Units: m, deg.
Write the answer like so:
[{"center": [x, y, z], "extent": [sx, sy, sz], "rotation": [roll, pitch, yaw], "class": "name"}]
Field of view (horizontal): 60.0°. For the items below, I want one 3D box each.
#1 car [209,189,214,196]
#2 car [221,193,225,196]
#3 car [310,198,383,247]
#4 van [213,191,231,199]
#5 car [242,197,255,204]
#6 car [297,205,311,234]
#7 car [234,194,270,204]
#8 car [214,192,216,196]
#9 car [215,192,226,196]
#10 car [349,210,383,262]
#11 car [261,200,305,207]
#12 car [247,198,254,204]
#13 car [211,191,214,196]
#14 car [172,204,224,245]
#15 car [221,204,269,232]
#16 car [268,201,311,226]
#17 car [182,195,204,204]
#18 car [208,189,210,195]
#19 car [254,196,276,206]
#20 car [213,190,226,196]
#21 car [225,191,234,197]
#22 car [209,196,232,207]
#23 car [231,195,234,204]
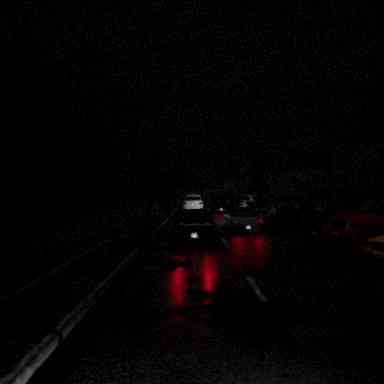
[{"center": [8.045, 0.849, 85.535], "extent": [5.566, 2.045, 2.435], "rotation": [1, 1, -20], "class": "car"}, {"center": [8.042, 1.438, 58.600], "extent": [4.792, 1.488, 2.163], "rotation": [1, 1, -20], "class": "car"}, {"center": [8.049, 1.263, 13.559], "extent": [5.566, 2.045, 2.435], "rotation": [1, 0, -20], "class": "car"}, {"center": [7.962, 0.839, 88.488], "extent": [4.442, 1.987, 1.878], "rotation": [1, 1, -20], "class": "van"}, {"center": [8.095, 1.607, 34.603], "extent": [4.792, 1.488, 2.163], "rotation": [1, 0, -20], "class": "car"}, {"center": [8.043, 1.555, 16.561], "extent": [4.792, 1.488, 2.163], "rotation": [1, 0, -20], "class": "car"}, {"center": [8.098, 1.322, 37.601], "extent": [5.566, 2.045, 2.435], "rotation": [1, 0, -20], "class": "car"}, {"center": [8.063, 1.277, 73.623], "extent": [4.674, 1.452, 2.002], "rotation": [1, 0, -20], "class": "car"}, {"center": [8.042, 1.300, 70.605], "extent": [4.792, 1.488, 2.163], "rotation": [1, 1, -20], "class": "car"}, {"center": [7.896, 1.498, 10.506], "extent": [5.366, 1.575, 1.946], "rotation": [1, 0, -20], "class": "car"}, {"center": [8.072, 1.605, 25.578], "extent": [4.674, 1.452, 2.002], "rotation": [1, 0, -20], "class": "car"}, {"center": [8.072, 1.621, 31.578], "extent": [4.674, 1.452, 2.002], "rotation": [1, 0, -20], "class": "car"}, {"center": [8.061, 1.135, 82.569], "extent": [4.892, 1.521, 2.231], "rotation": [1, 0, -20], "class": "car"}, {"center": [0.099, 1.526, 15.618], "extent": [2.128, 1.511, 4.902], "rotation": [0, 0, 0], "class": "car"}, {"center": [3.099, 1.658, 20.472], "extent": [1.895, 1.301, 4.718], "rotation": [0, 0, 0], "class": "car"}, {"center": [8.062, 1.553, 22.578], "extent": [5.008, 1.535, 2.097], "rotation": [1, -1, -20], "class": "car"}, {"center": [0.098, 1.307, 36.890], "extent": [2.150, 2.045, 5.566], "rotation": [0, 0, 0], "class": "car"}, {"center": [8.096, 0.780, 91.531], "extent": [5.566, 2.045, 2.435], "rotation": [1, 1, -20], "class": "car"}, {"center": [8.101, 1.447, 28.589], "extent": [4.553, 1.767, 2.185], "rotation": [1, 0, -20], "class": "car"}, {"center": [8.039, 1.077, 76.594], "extent": [4.553, 1.767, 2.185], "rotation": [1, 0, -20], "class": "car"}, {"center": [8.046, 1.279, 46.582], "extent": [5.566, 2.045, 2.435], "rotation": [1, 1, -20], "class": "car"}, {"center": [3.098, 1.589, 37.794], "extent": [1.837, 1.490, 4.892], "rotation": [0, 0, 0], "class": "car"}, {"center": [7.897, 1.558, 40.530], "extent": [5.366, 1.575, 1.946], "rotation": [1, 1, -20], "class": "car"}]
